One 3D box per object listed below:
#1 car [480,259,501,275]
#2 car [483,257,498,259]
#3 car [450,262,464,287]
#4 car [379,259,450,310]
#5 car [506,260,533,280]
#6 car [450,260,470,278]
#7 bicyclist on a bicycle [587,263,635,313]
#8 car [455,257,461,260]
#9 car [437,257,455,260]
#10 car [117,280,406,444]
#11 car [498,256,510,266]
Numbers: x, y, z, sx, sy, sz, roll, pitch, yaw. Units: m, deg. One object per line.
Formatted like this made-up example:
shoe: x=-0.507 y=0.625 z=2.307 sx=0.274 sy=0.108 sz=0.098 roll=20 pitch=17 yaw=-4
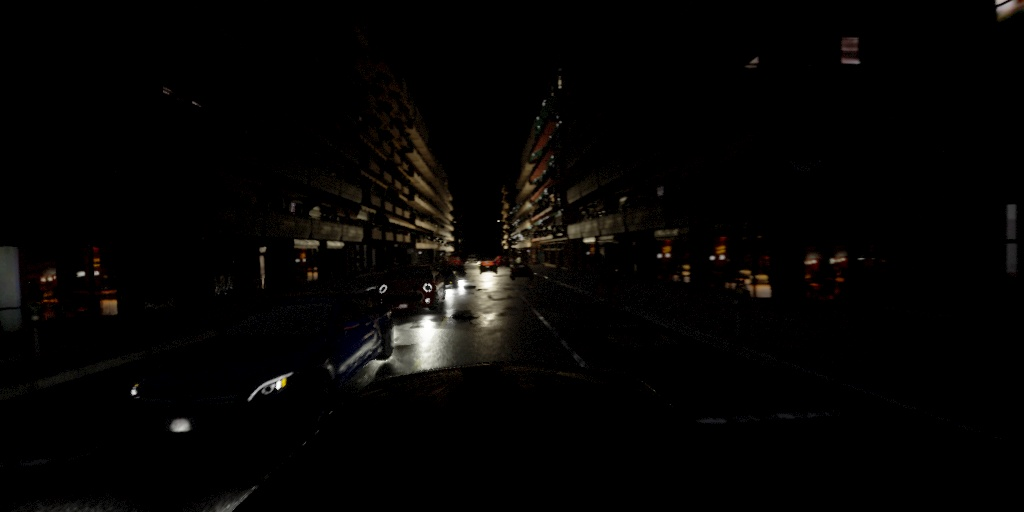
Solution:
car: x=-2.543 y=1.295 z=38.768 sx=1.895 sy=1.301 sz=4.718 roll=-1 pitch=0 yaw=-4
car: x=-3.555 y=1.024 z=52.265 sx=2.097 sy=1.767 sz=4.553 roll=-1 pitch=0 yaw=-4
car: x=-4.663 y=1.357 z=24.393 sx=1.994 sy=1.385 sz=4.181 roll=-1 pitch=0 yaw=-3
car: x=-3.963 y=1.159 z=14.745 sx=2.097 sy=1.767 sz=4.553 roll=-1 pitch=0 yaw=-4
car: x=0.747 y=1.229 z=29.247 sx=1.802 sy=1.307 sz=4.207 roll=0 pitch=0 yaw=-4
car: x=-5.393 y=1.378 z=34.579 sx=1.895 sy=1.301 sz=4.718 roll=-1 pitch=0 yaw=-4
bicyclist on a bicycle: x=3.203 y=1.012 z=11.918 sx=1.656 sy=1.620 sz=0.582 roll=-11 pitch=1 yaw=-4
car: x=-9.679 y=1.349 z=56.811 sx=1.888 sy=1.381 sz=4.507 roll=0 pitch=0 yaw=-4
car: x=-8.836 y=1.138 z=45.512 sx=2.192 sy=1.841 sz=5.009 roll=0 pitch=0 yaw=-4
car: x=-3.281 y=1.343 z=5.752 sx=1.812 sy=1.442 sz=4.674 roll=-1 pitch=0 yaw=-3
car: x=-1.361 y=0.916 z=57.490 sx=2.192 sy=1.841 sz=5.009 roll=0 pitch=0 yaw=-4
